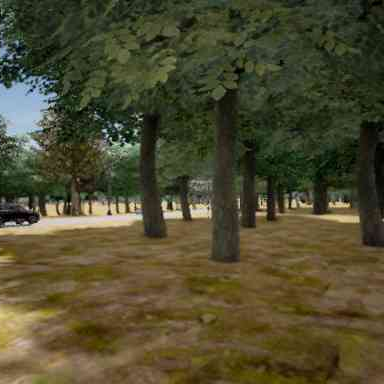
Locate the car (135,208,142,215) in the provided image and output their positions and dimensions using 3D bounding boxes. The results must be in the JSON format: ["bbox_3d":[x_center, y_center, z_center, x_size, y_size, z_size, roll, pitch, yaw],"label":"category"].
[{"bbox_3d":[-8.497,3.441,60.161,2.128,1.511,4.902,0,-2,20],"label":"car"}]

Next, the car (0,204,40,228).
[{"bbox_3d":[-17.018,2.114,31.055,2.150,2.045,5.566,0,-2,24],"label":"car"}]
